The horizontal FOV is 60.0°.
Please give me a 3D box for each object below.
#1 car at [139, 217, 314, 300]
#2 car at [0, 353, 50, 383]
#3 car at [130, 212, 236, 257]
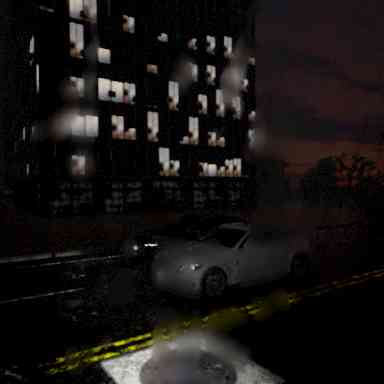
[{"bbox_3d":[1.231,1.531,8.555,4.674,1.442,1.812,0,0,-36],"label":"car"},{"bbox_3d":[-3.011,1.523,1.292,4.674,1.442,1.812,0,0,-36],"label":"car"},{"bbox_3d":[0.210,1.512,11.820,4.892,1.490,1.837,0,0,-35],"label":"car"}]
